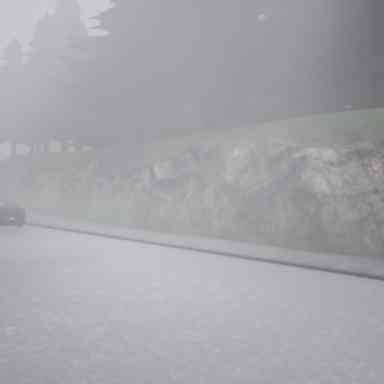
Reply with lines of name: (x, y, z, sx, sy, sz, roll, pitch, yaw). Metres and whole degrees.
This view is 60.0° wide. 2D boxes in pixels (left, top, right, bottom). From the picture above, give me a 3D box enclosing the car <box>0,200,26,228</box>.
car: (-11.183, 1.171, 18.534, 5.008, 1.535, 1.882, 1, 0, 38)
